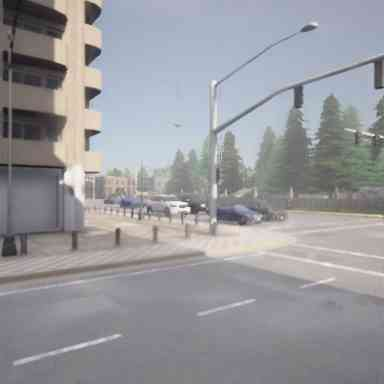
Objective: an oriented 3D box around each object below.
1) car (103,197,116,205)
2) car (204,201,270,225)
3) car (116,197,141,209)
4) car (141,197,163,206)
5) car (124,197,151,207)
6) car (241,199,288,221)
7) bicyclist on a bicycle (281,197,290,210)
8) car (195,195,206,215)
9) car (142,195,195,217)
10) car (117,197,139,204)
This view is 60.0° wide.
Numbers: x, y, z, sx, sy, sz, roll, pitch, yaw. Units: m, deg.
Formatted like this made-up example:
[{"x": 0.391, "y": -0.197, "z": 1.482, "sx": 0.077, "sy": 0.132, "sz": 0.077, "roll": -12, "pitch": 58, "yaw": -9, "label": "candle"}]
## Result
[{"x": -14.758, "y": 1.628, "z": 62.004, "sx": 2.033, "sy": 1.411, "sz": 5.357, "roll": 0, "pitch": 0, "yaw": -36, "label": "car"}, {"x": 3.234, "y": 1.600, "z": 24.781, "sx": 1.812, "sy": 1.442, "sz": 4.674, "roll": 0, "pitch": 0, "yaw": -36, "label": "car"}, {"x": -8.413, "y": 1.555, "z": 46.929, "sx": 1.882, "sy": 1.535, "sz": 5.008, "roll": 0, "pitch": 0, "yaw": -36, "label": "car"}, {"x": -6.956, "y": 1.611, "z": 57.177, "sx": 1.812, "sy": 1.442, "sz": 4.674, "roll": 0, "pitch": 0, "yaw": -36, "label": "car"}, {"x": -8.861, "y": 1.628, "z": 53.841, "sx": 2.033, "sy": 1.411, "sz": 5.357, "roll": 0, "pitch": 0, "yaw": -36, "label": "car"}, {"x": 5.640, "y": 1.430, "z": 27.424, "sx": 2.097, "sy": 1.767, "sz": 4.553, "roll": 0, "pitch": 0, "yaw": -36, "label": "car"}, {"x": 10.912, "y": 1.392, "z": 38.888, "sx": 1.656, "sy": 1.620, "sz": 0.582, "roll": 0, "pitch": 0, "yaw": -36, "label": "bicyclist on a bicycle"}, {"x": 0.028, "y": 1.299, "z": 35.202, "sx": 2.150, "sy": 2.045, "sz": 5.566, "roll": 0, "pitch": 0, "yaw": -36, "label": "car"}, {"x": -2.437, "y": 1.295, "z": 32.637, "sx": 2.150, "sy": 2.045, "sz": 5.566, "roll": 0, "pitch": 0, "yaw": -36, "label": "car"}, {"x": -12.562, "y": 1.632, "z": 64.958, "sx": 2.033, "sy": 1.411, "sz": 5.357, "roll": 0, "pitch": 0, "yaw": -36, "label": "car"}]
